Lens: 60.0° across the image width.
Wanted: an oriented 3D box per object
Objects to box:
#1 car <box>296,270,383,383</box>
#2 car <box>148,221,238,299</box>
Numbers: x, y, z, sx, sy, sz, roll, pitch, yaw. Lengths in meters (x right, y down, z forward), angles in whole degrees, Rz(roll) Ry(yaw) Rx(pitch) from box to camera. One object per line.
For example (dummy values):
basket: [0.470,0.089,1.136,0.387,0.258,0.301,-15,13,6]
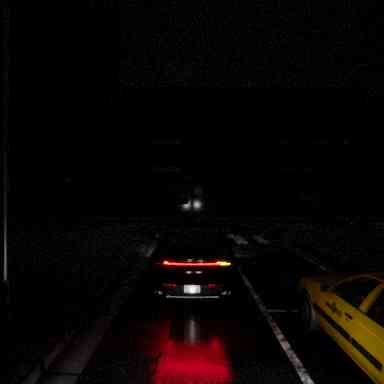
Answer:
car: [2.639,1.525,3.992,1.752,1.417,4.829,0,0,0]
car: [0.064,1.504,8.422,1.837,1.490,4.892,0,0,1]
